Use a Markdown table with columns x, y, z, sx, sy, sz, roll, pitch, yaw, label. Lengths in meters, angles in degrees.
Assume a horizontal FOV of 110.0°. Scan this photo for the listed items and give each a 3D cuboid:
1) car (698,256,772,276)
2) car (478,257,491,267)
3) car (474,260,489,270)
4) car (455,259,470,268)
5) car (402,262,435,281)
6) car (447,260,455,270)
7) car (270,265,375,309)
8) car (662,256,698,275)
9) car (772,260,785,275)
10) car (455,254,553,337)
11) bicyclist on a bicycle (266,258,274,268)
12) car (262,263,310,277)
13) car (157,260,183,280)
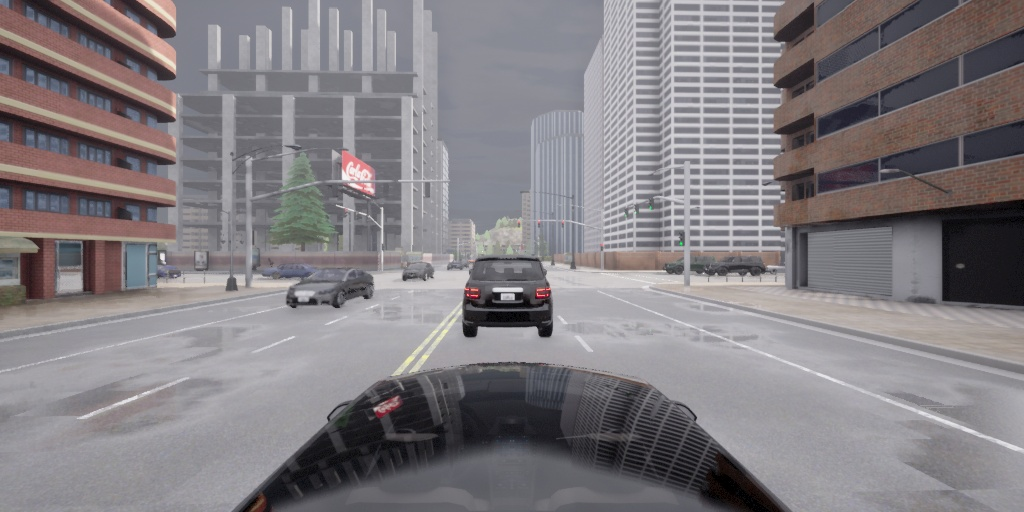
| x | y | z | sx | sy | sz | roll | pitch | yaw | label |
| --- | --- | --- | --- | --- | --- | --- | --- | --- | --- |
| 21.996 | 0.971 | 35.550 | 5.566 | 2.045 | 2.150 | 0 | 0 | -2 | car |
| -4.830 | 1.102 | 64.311 | 2.097 | 1.767 | 4.553 | 0 | 0 | -1 | car |
| -4.666 | 1.314 | 54.620 | 1.994 | 1.385 | 4.181 | 0 | 0 | -1 | car |
| -8.272 | 1.255 | 60.361 | 1.837 | 1.490 | 4.892 | 0 | 0 | -1 | car |
| -7.661 | 1.254 | 29.649 | 1.837 | 1.490 | 4.892 | 0 | 0 | -1 | car |
| -8.112 | 1.313 | 51.790 | 1.994 | 1.385 | 4.181 | 0 | 0 | -1 | car |
| -7.360 | 1.238 | 15.026 | 2.128 | 1.511 | 4.902 | 0 | 0 | -1 | car |
| 19.385 | 0.972 | 38.980 | 5.566 | 2.045 | 2.150 | 0 | 0 | -1 | car |
| 29.515 | 1.351 | 39.231 | 4.718 | 1.301 | 1.895 | 0 | 0 | -1 | car |
| -0.120 | 0.971 | 10.397 | 2.150 | 2.045 | 5.566 | 0 | 0 | -1 | car |
| -28.705 | 1.051 | 42.519 | 0.582 | 1.620 | 1.656 | 0 | 0 | -1 | bicyclist on a bicycle |
| -18.363 | 1.297 | 30.875 | 5.357 | 1.411 | 2.033 | 0 | 0 | -2 | car |
| -30.915 | 1.102 | 30.474 | 4.553 | 1.767 | 2.097 | 0 | 0 | -1 | car |
